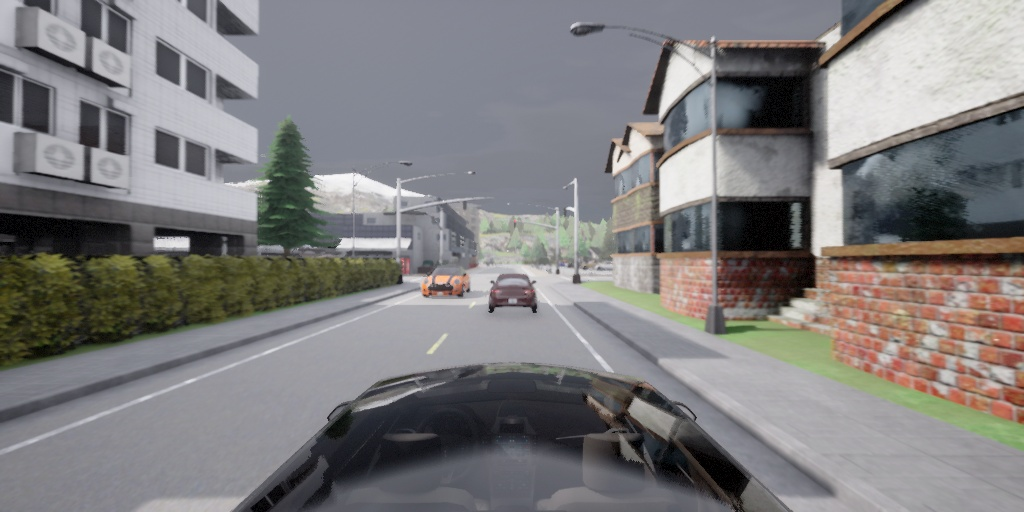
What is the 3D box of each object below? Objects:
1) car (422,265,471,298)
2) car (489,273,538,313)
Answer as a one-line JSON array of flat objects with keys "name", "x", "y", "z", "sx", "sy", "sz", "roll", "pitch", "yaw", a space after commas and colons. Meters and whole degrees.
[{"name": "car", "x": -3.543, "y": 1.314, "z": 20.054, "sx": 2.097, "sy": 1.767, "sz": 4.553, "roll": 0, "pitch": -1, "yaw": 0}, {"name": "car", "x": 0.052, "y": 1.427, "z": 14.803, "sx": 1.812, "sy": 1.442, "sz": 4.674, "roll": 0, "pitch": 0, "yaw": 1}]
